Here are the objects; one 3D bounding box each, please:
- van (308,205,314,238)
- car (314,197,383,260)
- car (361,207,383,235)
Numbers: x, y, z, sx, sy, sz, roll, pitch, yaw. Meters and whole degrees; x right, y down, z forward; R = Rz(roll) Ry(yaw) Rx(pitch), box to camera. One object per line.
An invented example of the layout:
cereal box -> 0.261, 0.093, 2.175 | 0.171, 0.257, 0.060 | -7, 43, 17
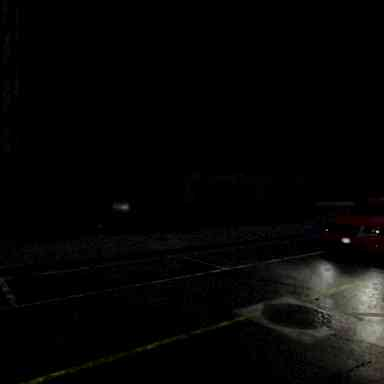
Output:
van -> 7.074, 1.342, 15.444 | 3.998, 1.788, 1.690 | 0, 0, -36
car -> 7.249, 1.222, 12.412 | 5.566, 2.045, 2.150 | 0, 0, -36
car -> 11.553, 1.568, 18.639 | 4.313, 1.339, 1.947 | 0, 0, -35
